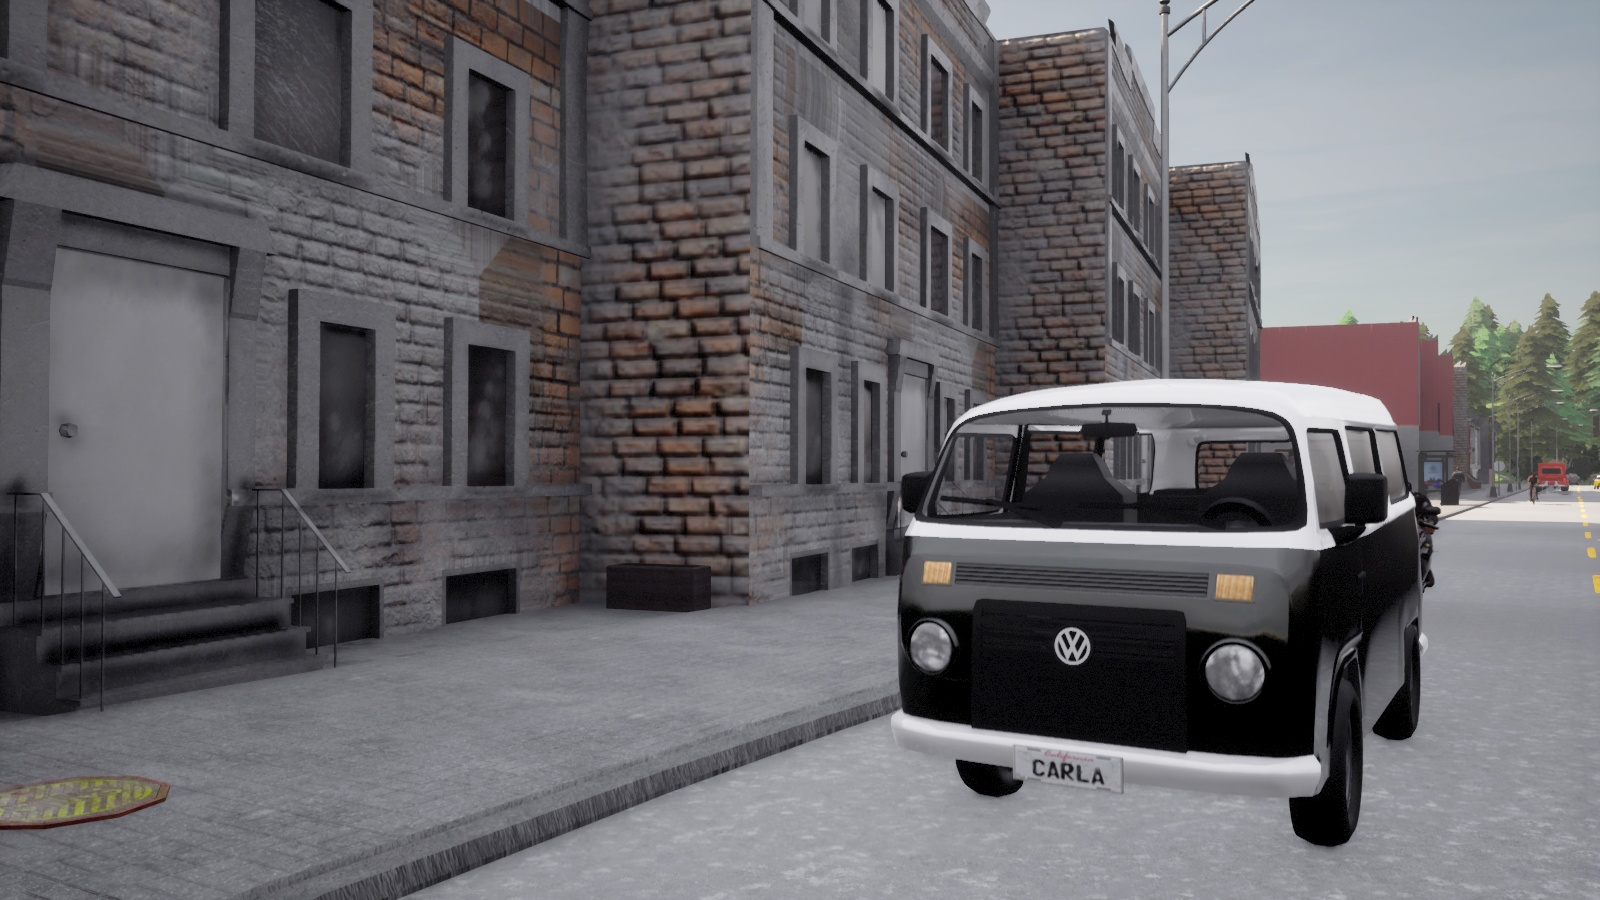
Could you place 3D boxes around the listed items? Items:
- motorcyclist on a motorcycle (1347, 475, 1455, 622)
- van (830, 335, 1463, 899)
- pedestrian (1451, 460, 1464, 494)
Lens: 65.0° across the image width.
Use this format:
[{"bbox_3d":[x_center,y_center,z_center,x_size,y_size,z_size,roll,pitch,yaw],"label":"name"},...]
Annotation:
[{"bbox_3d":[6.886,1.054,14.319,0.866,1.530,2.191,-1,-1,32],"label":"motorcyclist on a motorcycle"},{"bbox_3d":[2.192,0.630,6.691,2.069,2.038,4.480,-1,0,31],"label":"van"},{"bbox_3d":[36.915,1.522,70.483,0.563,1.883,0.849,-1,-1,25],"label":"pedestrian"}]
